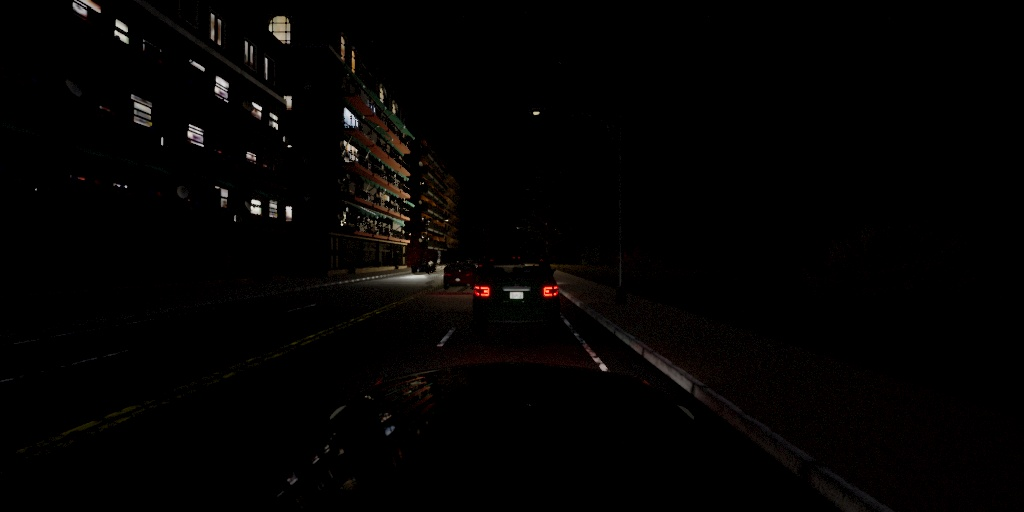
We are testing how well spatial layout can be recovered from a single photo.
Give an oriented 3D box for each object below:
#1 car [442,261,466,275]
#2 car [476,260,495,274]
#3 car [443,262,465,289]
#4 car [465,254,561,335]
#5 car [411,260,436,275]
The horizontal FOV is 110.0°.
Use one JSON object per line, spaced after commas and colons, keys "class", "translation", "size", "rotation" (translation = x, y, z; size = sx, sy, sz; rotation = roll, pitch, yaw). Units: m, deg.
{"class": "car", "translation": [-6.494, 1.315, 40.521], "size": [1.994, 1.385, 4.181], "rotation": [0, 0, 0]}
{"class": "car", "translation": [-3.039, 1.255, 41.946], "size": [1.837, 1.490, 4.892], "rotation": [0, 0, 0]}
{"class": "car", "translation": [-3.092, 1.230, 23.004], "size": [1.882, 1.535, 5.008], "rotation": [0, 0, 0]}
{"class": "car", "translation": [0.118, 0.973, 10.704], "size": [2.150, 2.045, 5.566], "rotation": [0, 0, 0]}
{"class": "car", "translation": [-9.746, 1.243, 39.760], "size": [2.128, 1.511, 4.902], "rotation": [0, 0, 0]}
